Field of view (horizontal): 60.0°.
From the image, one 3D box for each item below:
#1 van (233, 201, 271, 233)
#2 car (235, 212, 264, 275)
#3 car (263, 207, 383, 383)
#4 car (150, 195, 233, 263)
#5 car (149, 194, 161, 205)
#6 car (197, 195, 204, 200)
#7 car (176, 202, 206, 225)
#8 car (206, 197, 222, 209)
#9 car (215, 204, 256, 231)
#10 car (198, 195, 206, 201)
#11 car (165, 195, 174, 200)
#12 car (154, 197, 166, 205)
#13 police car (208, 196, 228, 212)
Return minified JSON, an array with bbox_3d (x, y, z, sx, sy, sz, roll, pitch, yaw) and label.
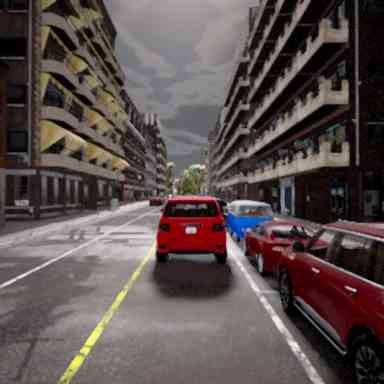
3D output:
[{"bbox_3d":[2.663,1.328,15.758,1.690,1.788,3.998,1,0,0],"label":"van"},{"bbox_3d":[2.674,1.536,10.188,1.887,1.381,4.507,1,0,0],"label":"car"},{"bbox_3d":[2.691,1.311,4.617,2.192,1.841,5.009,1,0,0],"label":"car"},{"bbox_3d":[0.018,1.205,12.000,2.150,2.045,5.566,0,-1,1],"label":"car"},{"bbox_3d":[-5.817,1.270,54.775,2.192,1.841,5.009,1,0,0],"label":"car"},{"bbox_3d":[2.440,1.470,93.755,1.887,1.381,4.507,1,0,0],"label":"car"},{"bbox_3d":[-0.022,1.526,25.363,2.033,1.411,5.357,0,0,0],"label":"car"},{"bbox_3d":[3.025,1.465,46.787,1.837,1.490,4.892,0,0,0],"label":"car"},{"bbox_3d":[2.645,1.533,21.330,2.008,1.369,4.403,1,0,0],"label":"car"},{"bbox_3d":[2.496,1.459,82.783,1.752,1.417,4.829,1,0,0],"label":"car"},{"bbox_3d":[-5.906,1.496,88.202,1.947,1.339,4.313,1,0,0],"label":"car"},{"bbox_3d":[-5.835,1.533,60.347,1.802,1.307,4.206,1,0,0],"label":"car"},{"bbox_3d":[3.031,1.392,39.897,1.930,1.638,5.238,0,0,0],"label":"police car"}]
